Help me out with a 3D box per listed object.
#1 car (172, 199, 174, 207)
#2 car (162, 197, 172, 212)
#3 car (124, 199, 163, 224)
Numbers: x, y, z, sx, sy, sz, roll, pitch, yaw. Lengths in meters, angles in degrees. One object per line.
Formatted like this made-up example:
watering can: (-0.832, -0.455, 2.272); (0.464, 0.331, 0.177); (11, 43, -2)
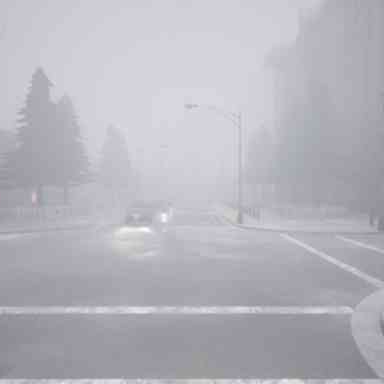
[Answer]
car: (-3.573, 1.432, 47.454); (1.812, 1.442, 4.674); (0, 0, 0)
car: (-3.610, 1.528, 36.779); (1.895, 1.301, 4.718); (0, 0, 0)
car: (-3.608, 1.444, 24.158); (2.128, 1.511, 4.902); (0, 0, 0)
